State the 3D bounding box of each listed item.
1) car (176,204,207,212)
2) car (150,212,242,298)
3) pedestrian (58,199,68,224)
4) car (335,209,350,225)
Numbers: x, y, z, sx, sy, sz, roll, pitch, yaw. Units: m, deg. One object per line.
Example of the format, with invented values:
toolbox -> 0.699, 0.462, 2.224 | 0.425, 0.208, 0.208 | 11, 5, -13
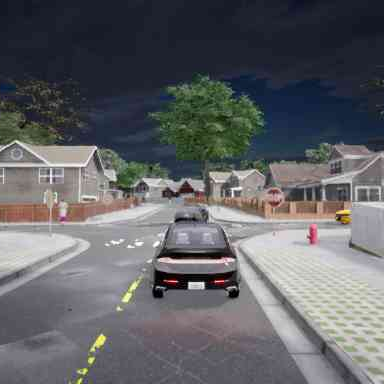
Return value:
car -> -0.005, 1.631, 25.297 | 1.994, 1.385, 4.181 | 0, -1, 12
car -> 0.077, 1.506, 8.510 | 2.128, 1.511, 4.902 | 0, 0, 0
pedestrian -> -9.715, 1.454, 24.980 | 0.375, 1.860, 0.375 | 0, -1, 1
car -> 12.020, 1.402, 21.817 | 5.008, 1.535, 1.882 | -1, -2, 1
